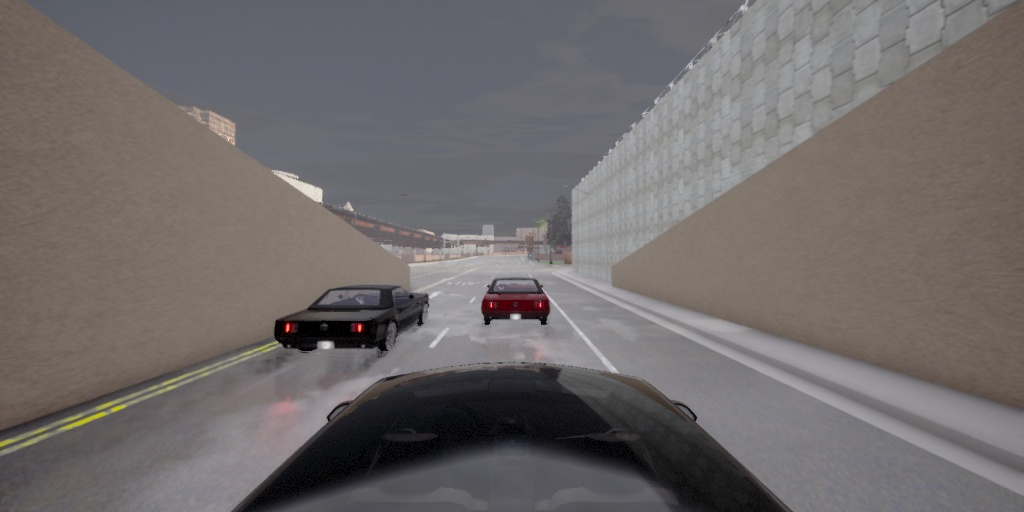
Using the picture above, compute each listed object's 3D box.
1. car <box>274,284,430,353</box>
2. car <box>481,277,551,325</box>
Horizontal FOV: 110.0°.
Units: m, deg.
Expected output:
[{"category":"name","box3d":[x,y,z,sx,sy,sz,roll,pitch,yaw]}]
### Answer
[{"category":"car","box3d":[-3.398,1.335,8.772,1.895,1.301,4.718,0,0,0]},{"category":"car","box3d":[0.103,1.328,11.760,1.895,1.301,4.718,0,0,0]}]
